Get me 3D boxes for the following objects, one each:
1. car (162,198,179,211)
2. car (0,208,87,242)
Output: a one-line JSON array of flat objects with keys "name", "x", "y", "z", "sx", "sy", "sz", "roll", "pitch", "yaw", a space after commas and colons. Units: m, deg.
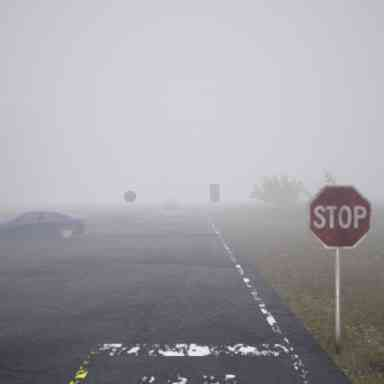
[{"name": "car", "x": -2.659, "y": 1.520, "z": 41.709, "sx": 1.882, "sy": 1.535, "sz": 5.008, "roll": 0, "pitch": 0, "yaw": 0}, {"name": "car", "x": -7.824, "y": 1.605, "z": 16.523, "sx": 5.008, "sy": 1.535, "sz": 1.882, "roll": 0, "pitch": 3, "yaw": -24}]
